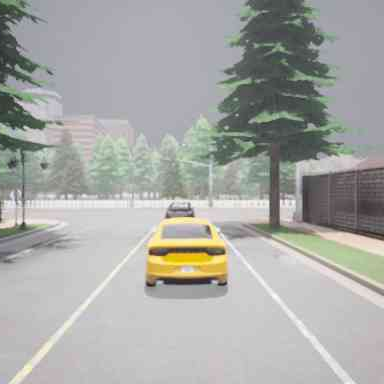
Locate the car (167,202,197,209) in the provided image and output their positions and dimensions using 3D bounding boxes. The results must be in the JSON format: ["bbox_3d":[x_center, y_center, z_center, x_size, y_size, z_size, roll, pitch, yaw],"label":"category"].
[{"bbox_3d":[-0.701,1.429,22.267,2.128,1.511,4.902,0,0,1],"label":"car"}]

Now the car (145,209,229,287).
[{"bbox_3d":[-0.173,1.451,9.277,1.882,1.535,5.008,0,0,-2],"label":"car"}]
